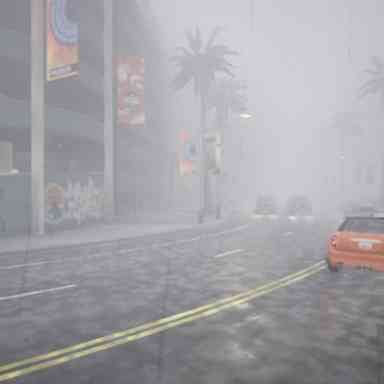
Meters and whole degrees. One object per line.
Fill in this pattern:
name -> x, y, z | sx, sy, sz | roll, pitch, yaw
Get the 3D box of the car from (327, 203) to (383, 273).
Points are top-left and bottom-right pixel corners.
car -> 5.797, 1.393, 10.137 | 2.097, 1.767, 4.553 | -1, -1, 40

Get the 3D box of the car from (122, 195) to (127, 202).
car -> -11.042, 1.496, 51.010 | 2.435, 2.045, 5.566 | 0, 0, 8

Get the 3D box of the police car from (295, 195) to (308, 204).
police car -> 26.660, 1.762, 81.083 | 1.930, 1.638, 5.238 | -9, 1, 8

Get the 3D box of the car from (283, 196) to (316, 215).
car -> 11.932, 1.426, 37.249 | 2.150, 2.045, 5.566 | 0, 0, 9

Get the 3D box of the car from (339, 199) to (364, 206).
car -> 13.848, 1.623, 27.481 | 1.837, 1.490, 4.892 | 0, 0, 13

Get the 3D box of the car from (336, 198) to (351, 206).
car -> 24.585, 1.722, 53.356 | 2.231, 1.521, 4.892 | 0, 0, 8

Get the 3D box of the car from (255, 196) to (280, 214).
car -> 8.671, 1.462, 39.134 | 2.150, 2.045, 5.566 | 0, 0, 9
